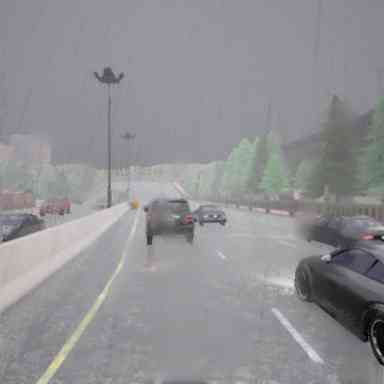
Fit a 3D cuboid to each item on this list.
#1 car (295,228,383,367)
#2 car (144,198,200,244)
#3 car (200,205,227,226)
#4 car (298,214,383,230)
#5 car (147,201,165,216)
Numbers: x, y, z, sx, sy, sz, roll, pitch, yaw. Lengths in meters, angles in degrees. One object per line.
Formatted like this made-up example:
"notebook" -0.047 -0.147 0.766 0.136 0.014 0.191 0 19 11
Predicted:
"car" 3.316 1.582 5.706 1.994 1.385 4.181 0 0 -3
"car" -1.219 1.338 16.763 2.150 2.045 5.566 0 -1 -8
"car" 1.198 1.704 24.792 2.033 1.411 5.357 0 0 -8
"car" 6.233 1.600 13.706 2.033 1.411 5.357 0 0 -7
"car" -4.018 1.769 36.510 1.837 1.490 4.892 0 -1 -8
